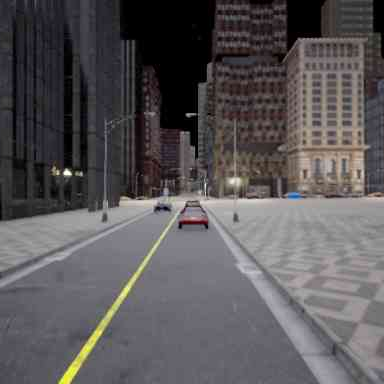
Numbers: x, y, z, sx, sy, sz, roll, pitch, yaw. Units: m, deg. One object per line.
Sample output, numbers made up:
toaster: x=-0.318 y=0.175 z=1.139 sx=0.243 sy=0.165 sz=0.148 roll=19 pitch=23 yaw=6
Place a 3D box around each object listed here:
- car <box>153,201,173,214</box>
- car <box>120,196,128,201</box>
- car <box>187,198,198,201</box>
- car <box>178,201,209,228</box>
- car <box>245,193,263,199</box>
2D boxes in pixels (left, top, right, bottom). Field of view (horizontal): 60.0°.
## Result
car: x=-3.108 y=1.631 z=36.441 sx=1.895 sy=1.301 sz=4.718 roll=0 pitch=0 yaw=0
car: x=-20.832 y=2.019 z=92.013 sx=4.403 sy=1.369 sz=2.008 roll=-1 pitch=1 yaw=0
car: x=0.081 y=1.534 z=43.637 sx=2.128 sy=1.511 sz=4.902 roll=0 pitch=0 yaw=0
car: x=0.090 y=1.579 z=22.540 sx=1.994 sy=1.385 sz=4.181 roll=0 pitch=0 yaw=0
car: x=17.173 y=1.230 z=92.119 sx=5.009 sy=1.841 sz=2.192 roll=-1 pitch=1 yaw=0
